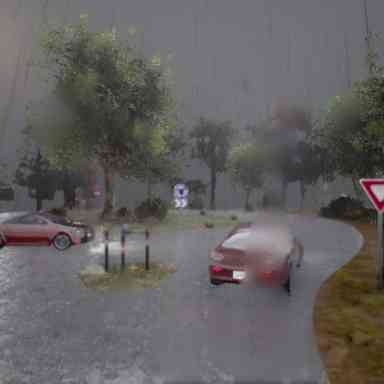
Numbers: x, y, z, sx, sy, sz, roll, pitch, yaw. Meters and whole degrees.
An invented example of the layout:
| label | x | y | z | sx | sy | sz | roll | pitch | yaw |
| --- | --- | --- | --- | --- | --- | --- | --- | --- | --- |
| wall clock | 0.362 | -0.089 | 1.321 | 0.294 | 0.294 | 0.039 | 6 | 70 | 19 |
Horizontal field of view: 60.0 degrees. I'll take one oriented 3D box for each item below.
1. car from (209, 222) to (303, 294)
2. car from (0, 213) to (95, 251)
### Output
| label | x | y | z | sx | sy | sz | roll | pitch | yaw |
| --- | --- | --- | --- | --- | --- | --- | --- | --- | --- |
| car | 1.851 | 1.533 | 8.915 | 1.812 | 1.442 | 4.674 | 0 | 0 | 22 |
| car | -6.212 | 1.571 | 13.790 | 4.181 | 1.385 | 1.994 | 0 | 0 | 3 |
